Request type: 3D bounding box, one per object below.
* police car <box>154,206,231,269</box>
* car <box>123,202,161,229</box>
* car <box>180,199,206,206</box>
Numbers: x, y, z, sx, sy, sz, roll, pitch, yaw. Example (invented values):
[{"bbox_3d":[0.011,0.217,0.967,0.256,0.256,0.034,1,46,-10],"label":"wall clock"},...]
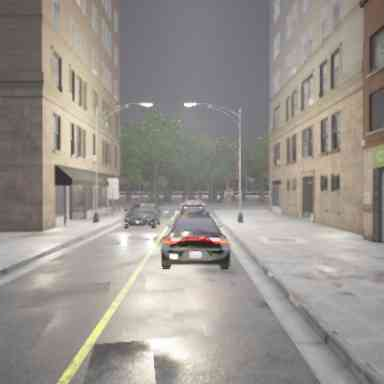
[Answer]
[{"bbox_3d":[0.095,1.436,11.020,2.038,1.542,4.974,0,0,0],"label":"police car"},{"bbox_3d":[-3.005,1.415,20.817,1.837,1.490,4.892,0,0,0],"label":"car"},{"bbox_3d":[0.094,1.330,26.481,2.128,1.511,4.902,0,0,0],"label":"car"}]
